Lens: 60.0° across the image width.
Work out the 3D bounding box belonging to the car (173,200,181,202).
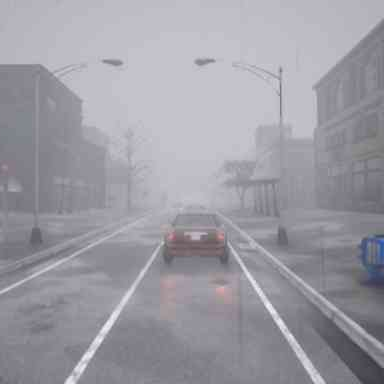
[{"bbox_3d":[-2.553,2.038,56.977,1.812,1.442,4.674,0,-1,1],"label":"car"}]

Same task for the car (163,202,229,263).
[{"bbox_3d":[0.153,1.434,12.438,2.097,1.767,4.553,0,0,1],"label":"car"}]
